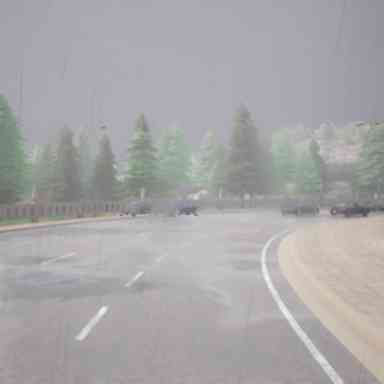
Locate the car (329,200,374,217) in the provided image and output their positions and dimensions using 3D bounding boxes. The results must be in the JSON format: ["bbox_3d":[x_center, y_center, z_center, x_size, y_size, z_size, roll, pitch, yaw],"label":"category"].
[{"bbox_3d":[15.708,1.729,33.225,4.674,1.442,1.812,0,0,-31],"label":"car"}]

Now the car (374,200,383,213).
[{"bbox_3d":[22.892,1.737,40.094,4.902,1.511,2.128,0,0,-16],"label":"car"}]

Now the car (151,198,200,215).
[{"bbox_3d":[-1.193,1.129,25.798,2.097,1.767,4.553,0,0,31],"label":"car"}]

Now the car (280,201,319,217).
[{"bbox_3d":[10.983,1.699,33.747,4.902,1.511,2.128,0,0,-39],"label":"car"}]
